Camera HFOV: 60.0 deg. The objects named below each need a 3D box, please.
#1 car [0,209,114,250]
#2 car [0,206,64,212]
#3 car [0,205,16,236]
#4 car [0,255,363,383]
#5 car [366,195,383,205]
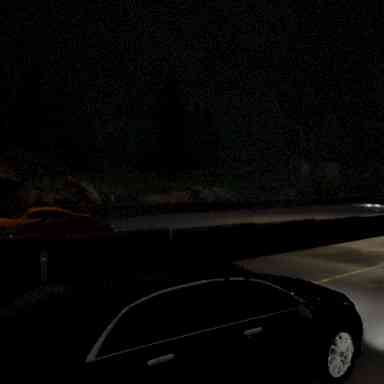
[{"bbox_3d":[-5.214,1.566,13.170,4.181,1.385,1.994,0,0,-36],"label":"car"},{"bbox_3d":[-7.365,1.479,15.934,5.008,1.535,1.882,0,0,-35],"label":"car"},{"bbox_3d":[-11.905,1.492,16.996,4.902,1.511,2.128,0,0,-36],"label":"car"},{"bbox_3d":[0.021,1.506,3.761,4.892,1.490,1.837,0,0,-36],"label":"car"},{"bbox_3d":[28.174,1.092,49.775,5.357,1.411,2.033,-1,1,-35],"label":"car"}]
